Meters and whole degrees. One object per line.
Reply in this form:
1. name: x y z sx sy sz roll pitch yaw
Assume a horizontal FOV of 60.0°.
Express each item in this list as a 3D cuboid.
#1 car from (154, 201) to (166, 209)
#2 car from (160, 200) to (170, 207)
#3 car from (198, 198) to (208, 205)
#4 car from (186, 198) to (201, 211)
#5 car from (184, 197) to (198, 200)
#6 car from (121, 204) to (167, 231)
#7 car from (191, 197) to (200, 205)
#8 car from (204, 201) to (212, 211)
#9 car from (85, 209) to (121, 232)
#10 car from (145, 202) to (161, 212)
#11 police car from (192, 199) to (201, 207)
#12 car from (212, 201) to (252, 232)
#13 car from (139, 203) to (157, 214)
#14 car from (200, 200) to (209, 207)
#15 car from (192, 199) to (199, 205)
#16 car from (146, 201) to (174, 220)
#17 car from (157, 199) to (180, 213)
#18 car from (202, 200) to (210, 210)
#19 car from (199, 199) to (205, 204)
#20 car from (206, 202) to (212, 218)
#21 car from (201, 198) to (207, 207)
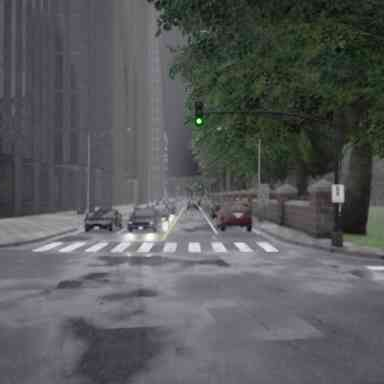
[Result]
1. car: -5.770 2.321 60.479 1.802 1.307 4.206 0 -1 0
2. car: -5.772 2.422 71.393 1.887 1.381 4.507 0 -1 0
3. car: 2.752 2.333 82.313 2.192 1.841 5.009 0 -1 0
4. car: 0.093 2.165 52.437 1.812 1.442 4.674 0 -1 0
5. car: 0.082 2.113 62.201 2.097 1.767 4.553 0 -1 0
6. car: -3.104 1.818 22.800 2.033 1.411 5.357 0 -1 0
7. car: 0.889 2.329 88.978 2.150 2.045 5.566 0 -1 0
8. car: 2.758 2.018 38.661 2.008 1.369 4.403 0 -1 0
9. car: -5.765 1.830 22.283 1.947 1.339 4.313 0 -1 0
10. car: -5.769 2.186 49.566 1.802 1.307 4.206 0 -1 0
11. police car: 0.891 2.324 73.057 1.930 1.638 5.238 0 -1 0
12. car: 2.760 1.579 22.297 2.192 1.841 5.009 0 -1 0
13. car: -5.768 2.118 44.109 1.802 1.307 4.206 0 -1 0
14. car: 2.753 2.404 71.568 1.752 1.417 4.829 0 -1 0
15. car: 0.889 2.532 82.945 1.837 1.490 4.892 0 -1 0
16. car: -3.090 1.916 32.437 1.812 1.442 4.674 0 -1 0
17. car: -3.096 2.009 42.703 2.128 1.511 4.902 0 -1 0
18. car: 2.757 2.086 44.118 2.008 1.369 4.403 0 -1 0
19. car: 2.750 2.687 93.393 1.752 1.417 4.829 0 -1 0
20. car: 2.758 1.965 33.205 1.947 1.339 4.313 0 -1 0
21. car: 2.756 2.043 49.575 1.967 1.590 4.097 0 -1 0
